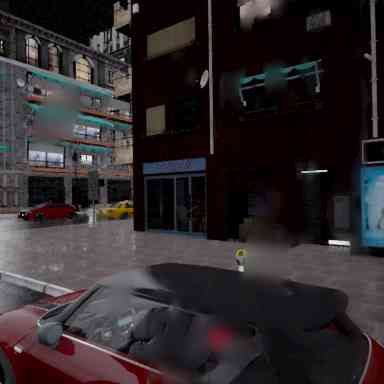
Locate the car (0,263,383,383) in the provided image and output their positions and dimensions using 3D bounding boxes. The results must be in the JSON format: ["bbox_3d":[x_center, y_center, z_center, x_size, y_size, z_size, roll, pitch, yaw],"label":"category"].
[{"bbox_3d":[-0.356,1.441,3.206,4.097,1.590,1.967,0,-1,36],"label":"car"}]

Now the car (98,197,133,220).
[{"bbox_3d":[-4.618,1.283,24.563,1.752,1.417,4.829,-1,0,36],"label":"car"}]

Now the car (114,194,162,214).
[{"bbox_3d":[-5.340,1.154,33.360,2.097,1.767,4.553,-1,0,37],"label":"car"}]

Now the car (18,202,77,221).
[{"bbox_3d":[-11.040,1.452,25.620,1.994,1.385,4.181,-1,0,36],"label":"car"}]
